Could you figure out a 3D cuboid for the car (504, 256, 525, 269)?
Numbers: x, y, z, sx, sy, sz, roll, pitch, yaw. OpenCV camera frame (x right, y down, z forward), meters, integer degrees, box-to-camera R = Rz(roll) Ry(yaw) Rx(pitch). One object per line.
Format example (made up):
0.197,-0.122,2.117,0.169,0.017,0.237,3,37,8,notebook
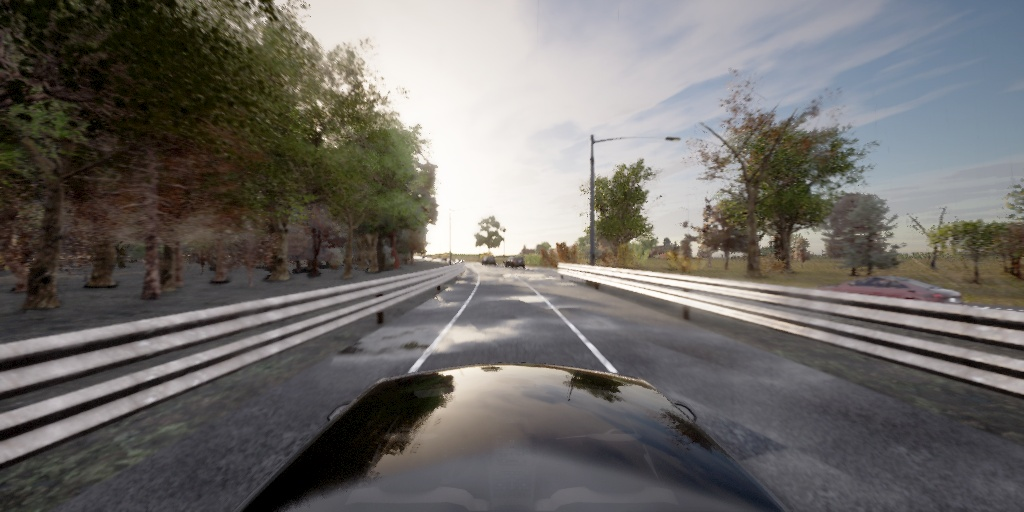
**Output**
0.414,1.076,58.235,2.150,2.045,5.566,0,0,-18,car

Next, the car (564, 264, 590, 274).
7.092,1.479,37.314,1.895,1.301,4.718,1,1,-18,car

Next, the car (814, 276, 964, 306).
14.473,1.476,14.183,1.994,1.385,4.181,0,0,-18,car
